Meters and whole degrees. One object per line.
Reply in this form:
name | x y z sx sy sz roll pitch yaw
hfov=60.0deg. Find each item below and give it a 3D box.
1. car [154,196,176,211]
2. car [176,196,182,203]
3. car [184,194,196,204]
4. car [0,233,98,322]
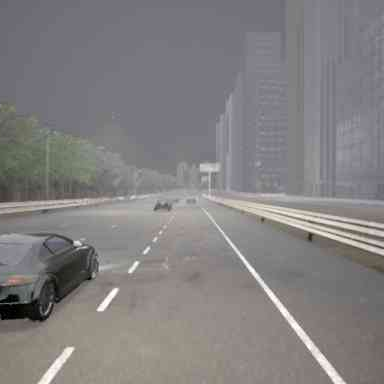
car | -3.605 1.467 42.933 2.097 1.767 4.553 0 0 0
car | -3.781 1.703 73.020 2.128 1.511 4.902 0 0 0
car | -0.154 1.656 68.979 2.128 1.511 4.902 0 -1 0
car | -3.507 1.582 7.298 1.994 1.385 4.181 0 0 0
